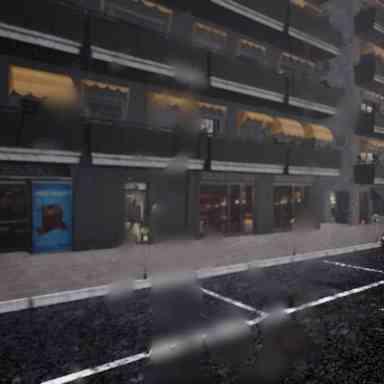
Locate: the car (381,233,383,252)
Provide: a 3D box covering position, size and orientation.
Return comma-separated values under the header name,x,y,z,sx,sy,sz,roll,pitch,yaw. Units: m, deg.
name,x,y,z,sx,sy,sz,roll,pitch,yaw
car,9.184,1.705,13.124,4.507,1.381,1.887,1,-1,-35
